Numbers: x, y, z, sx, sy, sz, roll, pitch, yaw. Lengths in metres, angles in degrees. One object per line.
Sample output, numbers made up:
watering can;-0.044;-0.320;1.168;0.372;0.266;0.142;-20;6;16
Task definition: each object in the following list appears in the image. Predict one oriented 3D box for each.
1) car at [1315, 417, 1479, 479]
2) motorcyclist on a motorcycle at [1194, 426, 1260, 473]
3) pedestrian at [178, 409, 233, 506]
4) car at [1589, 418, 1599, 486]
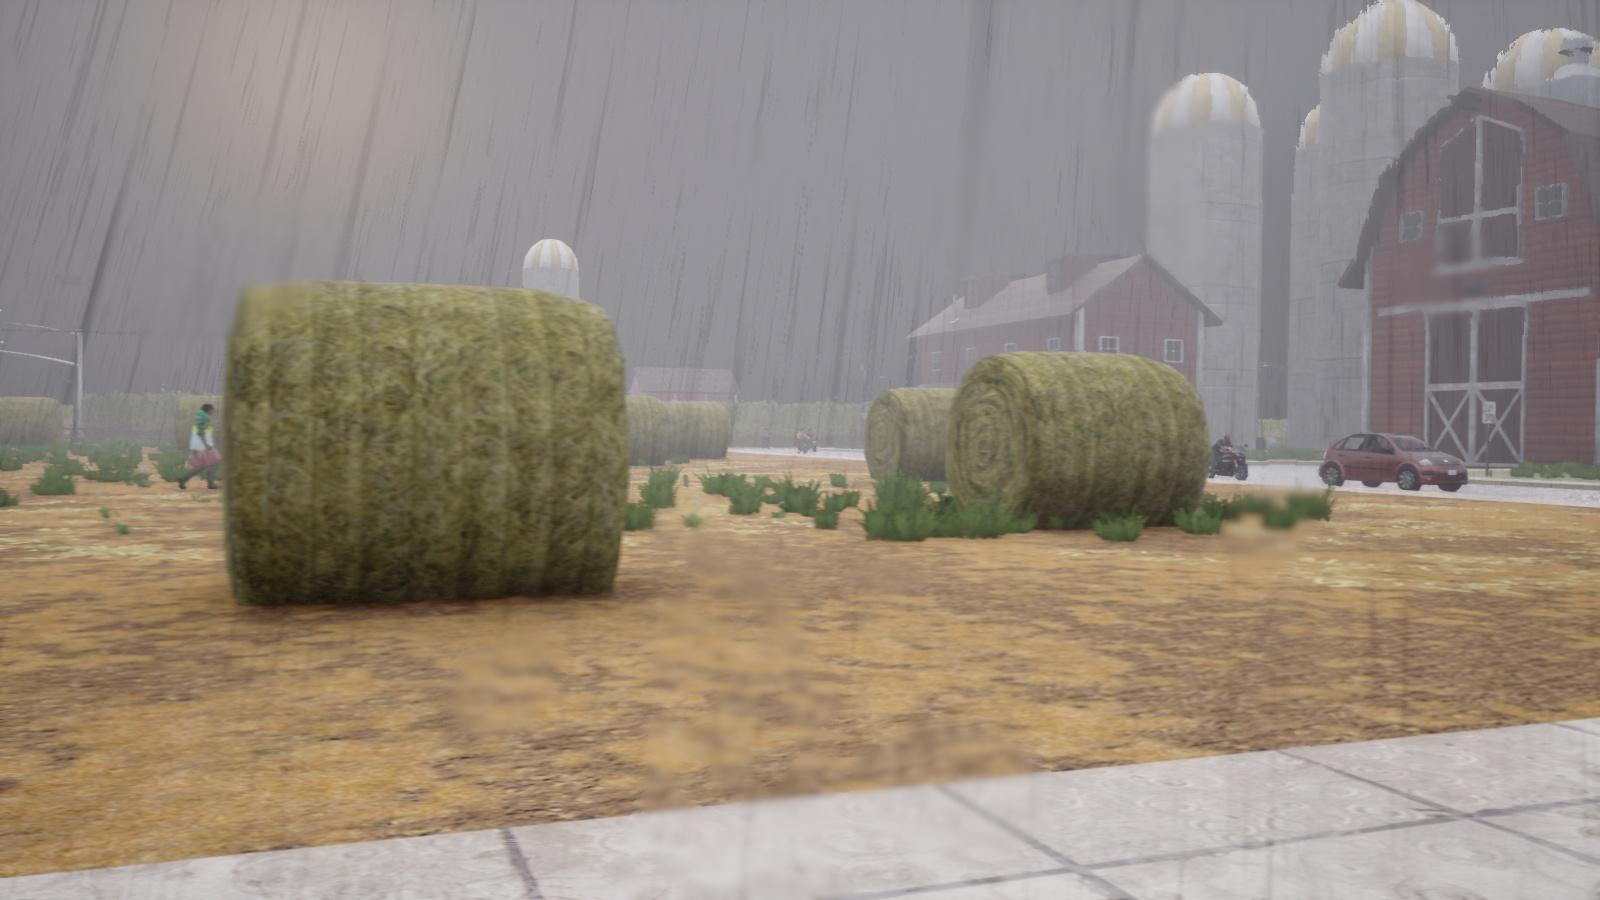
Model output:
car;16.721;-0.087;35.372;1.851;1.617;3.988;-1;1;-22
motorcyclist on a motorcycle;14.168;-0.027;41.747;0.866;1.530;2.191;-1;1;-22
pedestrian;-12.172;0.136;25.724;0.873;1.952;0.659;-1;1;-12
car;20.109;0.051;26.915;1.801;1.575;5.366;-1;1;-22
